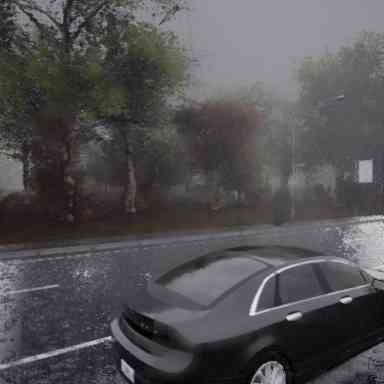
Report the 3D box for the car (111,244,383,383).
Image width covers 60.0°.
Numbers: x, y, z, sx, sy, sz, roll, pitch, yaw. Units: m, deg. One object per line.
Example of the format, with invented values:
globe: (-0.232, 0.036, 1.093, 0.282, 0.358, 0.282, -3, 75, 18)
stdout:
car: (1.339, 1.521, 4.728, 4.892, 1.490, 1.837, 0, 0, -35)
